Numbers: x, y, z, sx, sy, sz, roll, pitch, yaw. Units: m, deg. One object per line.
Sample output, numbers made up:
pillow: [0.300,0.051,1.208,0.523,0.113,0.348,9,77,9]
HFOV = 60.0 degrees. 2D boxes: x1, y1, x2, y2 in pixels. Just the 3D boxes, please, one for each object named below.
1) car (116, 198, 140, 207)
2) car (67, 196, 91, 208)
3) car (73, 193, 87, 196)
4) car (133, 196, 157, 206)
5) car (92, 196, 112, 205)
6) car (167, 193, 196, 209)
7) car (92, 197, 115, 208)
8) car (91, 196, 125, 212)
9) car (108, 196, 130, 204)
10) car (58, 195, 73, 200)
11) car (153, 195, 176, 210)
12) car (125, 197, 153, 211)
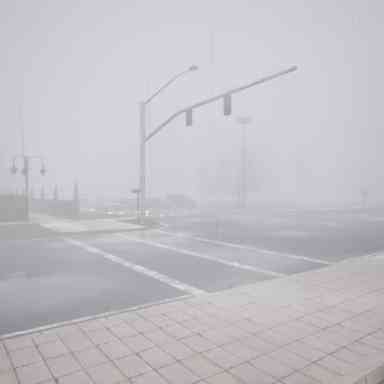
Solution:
car: [-9.968,1.601,51.414,1.895,1.301,4.718,0,0,-36]
car: [-15.944,1.601,47.729,1.895,1.301,4.718,0,0,-36]
car: [-19.693,1.221,58.855,2.150,2.045,5.566,0,0,-36]
car: [-7.718,1.505,54.276,1.837,1.490,4.892,0,0,-36]
car: [-16.296,1.506,60.140,1.837,1.490,4.892,0,0,-36]
car: [-1.732,1.221,46.069,2.150,2.045,5.566,0,0,-36]
car: [-13.404,1.505,50.189,1.837,1.490,4.892,0,0,-36]
car: [-10.077,1.526,39.694,1.812,1.442,4.674,0,0,-36]
car: [-13.883,1.547,62.788,2.033,1.411,5.357,0,0,-36]
car: [-21.802,1.505,55.795,1.837,1.490,4.892,0,0,-36]
car: [-4.551,1.505,43.991,1.837,1.490,4.892,0,0,-36]
car: [-7.496,1.547,42.092,2.033,1.411,5.357,0,0,-36]
